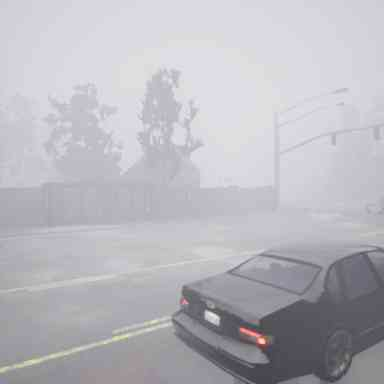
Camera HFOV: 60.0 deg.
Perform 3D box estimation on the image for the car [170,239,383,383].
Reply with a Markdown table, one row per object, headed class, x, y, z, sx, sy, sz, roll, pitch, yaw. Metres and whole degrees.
| class | x | y | z | sx | sy | sz | roll | pitch | yaw |
| --- | --- | --- | --- | --- | --- | --- | --- | --- | --- |
| car | 2.287 | 1.517 | 5.376 | 5.357 | 1.411 | 2.033 | -1 | 0 | -35 |
